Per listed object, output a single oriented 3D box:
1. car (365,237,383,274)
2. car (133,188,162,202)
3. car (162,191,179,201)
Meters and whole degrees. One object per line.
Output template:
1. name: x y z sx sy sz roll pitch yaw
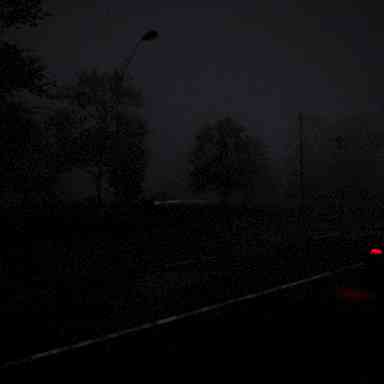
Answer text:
1. car: 6.513 1.320 8.438 5.357 1.411 2.033 -2 1 -35
2. car: -7.491 0.477 51.542 2.150 2.045 5.566 -3 2 -39
3. car: -4.022 0.585 52.825 2.128 1.511 4.902 -3 2 -39
